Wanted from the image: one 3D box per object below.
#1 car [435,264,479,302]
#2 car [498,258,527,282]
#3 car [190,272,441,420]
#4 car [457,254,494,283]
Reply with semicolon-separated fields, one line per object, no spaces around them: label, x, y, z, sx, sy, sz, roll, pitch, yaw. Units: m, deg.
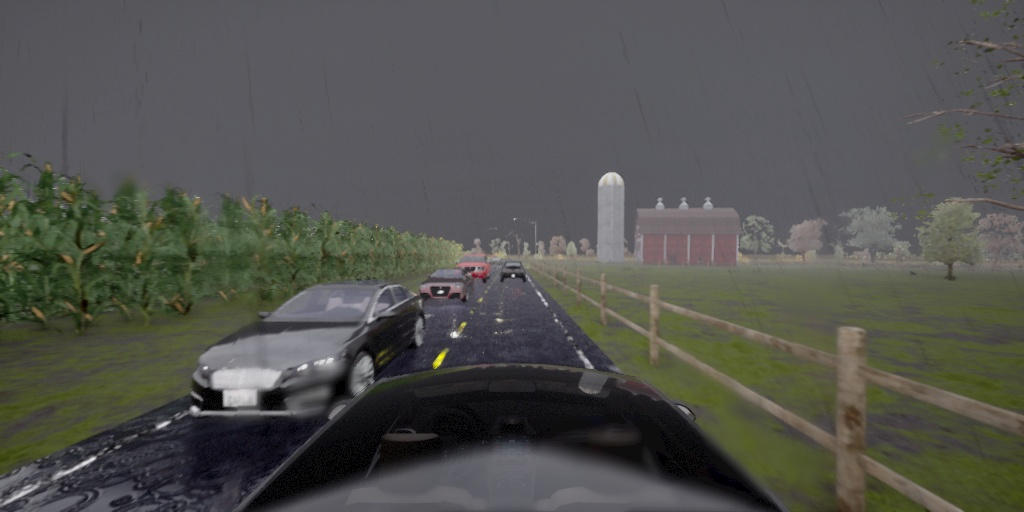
car;-2.838;1.239;16.258;1.994;1.385;4.181;0;0;0
car;0.090;1.126;27.729;1.837;1.490;4.892;0;0;0
car;-2.845;1.218;6.209;2.128;1.511;4.902;0;0;0
car;-2.806;0.846;26.974;2.150;2.045;5.566;0;0;0
